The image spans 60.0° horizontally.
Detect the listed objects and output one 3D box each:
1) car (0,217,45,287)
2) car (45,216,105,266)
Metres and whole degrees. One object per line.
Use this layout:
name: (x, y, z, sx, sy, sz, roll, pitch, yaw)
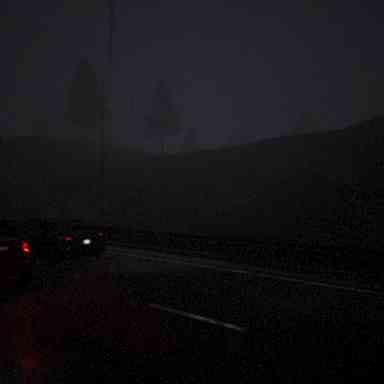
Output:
car: (-5.901, 1.342, 8.022, 4.553, 1.767, 2.097, 0, 0, 34)
car: (-5.018, 1.552, 11.628, 4.181, 1.385, 1.994, 0, 0, 33)
